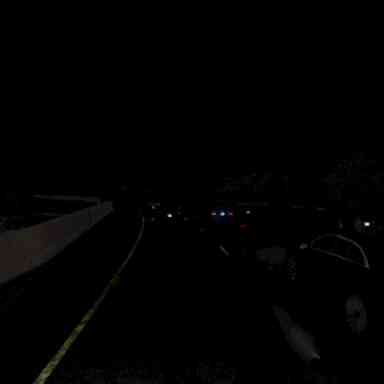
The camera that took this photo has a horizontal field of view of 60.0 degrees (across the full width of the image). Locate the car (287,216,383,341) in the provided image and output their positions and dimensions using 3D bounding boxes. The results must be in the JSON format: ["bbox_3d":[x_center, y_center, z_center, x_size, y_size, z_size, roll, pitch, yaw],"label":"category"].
[{"bbox_3d":[3.358,1.486,6.505,2.128,1.511,4.902,0,0,-2],"label":"car"}]

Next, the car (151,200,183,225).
[{"bbox_3d":[-1.785,1.566,24.502,1.994,1.385,4.181,0,0,-8],"label":"car"}]

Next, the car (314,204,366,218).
[{"bbox_3d":[9.289,1.490,20.568,1.837,1.490,4.892,0,0,-6],"label":"car"}]

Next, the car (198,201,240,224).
[{"bbox_3d":[1.706,1.544,25.079,2.033,1.411,5.357,0,0,-8],"label":"car"}]

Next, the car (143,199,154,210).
[{"bbox_3d":[-5.202,1.607,42.459,1.895,1.301,4.718,0,0,-13],"label":"car"}]

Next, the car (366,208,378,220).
[{"bbox_3d":[6.819,1.211,7.876,2.150,2.045,5.566,0,0,-2],"label":"car"}]

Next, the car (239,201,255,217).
[{"bbox_3d":[4.375,1.518,30.515,1.812,1.442,4.674,0,0,-9],"label":"car"}]
